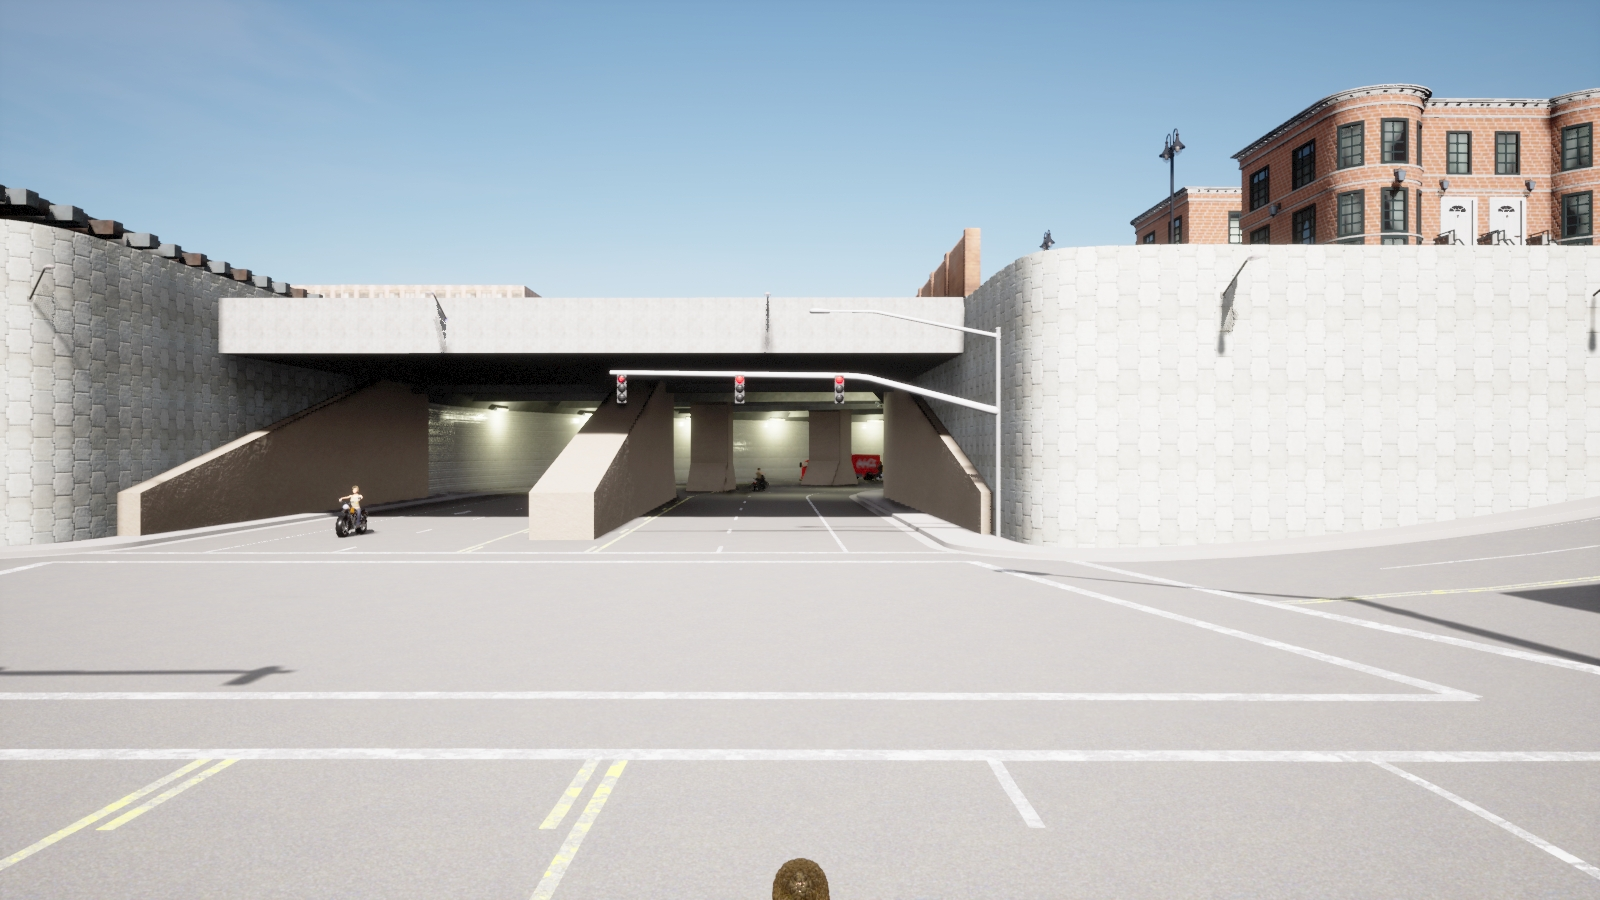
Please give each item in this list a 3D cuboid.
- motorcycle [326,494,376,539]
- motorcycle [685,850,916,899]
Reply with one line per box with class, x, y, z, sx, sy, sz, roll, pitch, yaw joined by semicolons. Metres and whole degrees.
motorcycle;-14.636;2.142;37.307;0.764;1.332;2.356;0;0;-2
motorcycle;0.004;2.174;3.443;0.803;1.224;2.033;0;0;0
